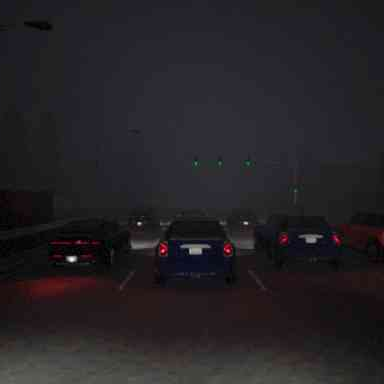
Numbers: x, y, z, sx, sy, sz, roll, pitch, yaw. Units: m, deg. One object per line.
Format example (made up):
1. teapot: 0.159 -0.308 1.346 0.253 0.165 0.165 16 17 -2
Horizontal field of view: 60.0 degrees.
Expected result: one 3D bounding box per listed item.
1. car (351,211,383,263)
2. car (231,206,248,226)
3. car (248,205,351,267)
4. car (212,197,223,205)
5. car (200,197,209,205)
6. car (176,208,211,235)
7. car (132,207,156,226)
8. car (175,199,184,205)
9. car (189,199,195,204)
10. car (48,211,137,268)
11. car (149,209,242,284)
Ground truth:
1. car: 7.094 1.518 12.731 2.097 1.767 4.553 0 -1 0
2. car: 3.590 1.826 24.497 1.837 1.490 4.892 0 0 0
3. car: 3.594 1.511 12.145 2.097 1.767 4.553 0 -1 0
4. car: 7.006 2.369 88.667 2.150 2.045 5.566 0 -1 0
5. car: 3.506 2.684 88.634 2.033 1.411 5.357 0 -1 0
6. car: 0.082 1.833 21.855 2.033 1.411 5.357 0 -1 0
7. car: -3.411 1.820 24.065 1.837 1.490 4.892 0 -1 0
8. car: -3.494 2.622 88.635 1.882 1.535 5.008 0 -1 0
9. car: 0.006 2.674 89.051 1.812 1.442 4.674 0 -1 0
10. car: -3.405 1.662 11.856 1.837 1.490 4.892 0 0 0
11. car: 0.091 1.486 10.185 2.097 1.767 4.553 0 -1 0
